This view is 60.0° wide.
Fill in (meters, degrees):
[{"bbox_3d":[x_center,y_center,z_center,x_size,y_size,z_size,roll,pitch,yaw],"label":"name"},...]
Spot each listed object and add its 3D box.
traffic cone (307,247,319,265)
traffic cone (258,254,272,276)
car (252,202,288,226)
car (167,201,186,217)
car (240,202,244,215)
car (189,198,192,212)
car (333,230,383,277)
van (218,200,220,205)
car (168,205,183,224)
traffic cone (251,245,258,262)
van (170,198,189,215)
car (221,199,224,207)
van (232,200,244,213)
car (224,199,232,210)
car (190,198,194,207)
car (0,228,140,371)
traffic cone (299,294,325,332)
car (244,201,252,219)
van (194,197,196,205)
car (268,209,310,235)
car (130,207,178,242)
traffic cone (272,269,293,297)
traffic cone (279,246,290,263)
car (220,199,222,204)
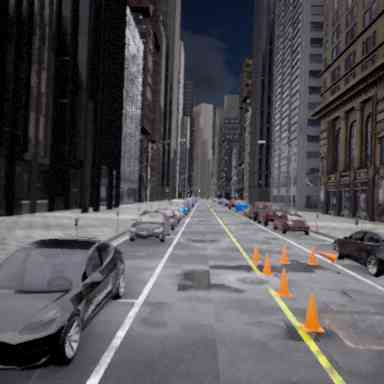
[{"bbox_3d":[4.281,2.242,11.789,0.340,0.580,0.340,2,-1,2],"label":"traffic cone"},{"bbox_3d":[2.227,2.148,9.849,0.340,0.580,0.340,2,-1,2],"label":"traffic cone"},{"bbox_3d":[6.812,1.883,28.050,2.192,1.841,5.009,2,-1,2],"label":"car"},{"bbox_3d":[-1.717,1.801,28.115,1.752,1.417,4.829,2,-1,2],"label":"car"},{"bbox_3d":[7.133,2.243,39.430,1.752,1.417,4.829,2,-1,2],"label":"car"},{"bbox_3d":[-1.386,1.866,39.499,1.967,1.590,4.097,2,-1,2],"label":"car"},{"bbox_3d":[6.318,1.916,11.228,1.947,1.339,4.313,2,-1,2],"label":"car"},{"bbox_3d":[8.589,2.729,89.719,1.690,1.788,3.998,2,-1,2],"label":"van"},{"bbox_3d":[-1.876,1.787,22.677,1.802,1.307,4.206,2,-1,2],"label":"car"},{"bbox_3d":[2.285,2.174,11.848,0.340,0.580,0.340,2,-1,2],"label":"traffic cone"},{"bbox_3d":[-1.544,1.693,33.893,1.690,1.788,3.998,2,-1,2],"label":"van"},{"bbox_3d":[8.097,2.707,72.898,1.887,1.381,4.507,2,-1,2],"label":"car"},{"bbox_3d":[7.457,2.205,50.475,1.690,1.788,3.998,2,-1,2],"label":"van"},{"bbox_3d":[7.782,2.328,61.688,2.192,1.841,5.009,2,-1,2],"label":"car"},{"bbox_3d":[-1.220,1.815,45.107,2.192,1.841,5.009,2,-1,2],"label":"car"},{"bbox_3d":[-2.361,1.554,5.857,1.947,1.339,4.313,2,-1,2],"label":"car"},{"bbox_3d":[2.112,2.097,5.851,0.340,0.580,0.340,2,-1,2],"label":"traffic cone"},{"bbox_3d":[6.973,1.957,33.656,2.192,1.841,5.009,2,-1,2],"label":"car"},{"bbox_3d":[-0.736,2.064,61.927,1.690,1.788,3.998,2,-1,2],"label":"van"},{"bbox_3d":[6.641,2.077,22.441,1.802,1.307,4.206,2,-1,2],"label":"car"},{"bbox_3d":[-2.037,1.683,17.071,2.008,1.369,4.403,2,-1,2],"label":"car"},{"bbox_3d":[2.169,2.123,7.850,0.340,0.580,0.340,2,-1,2],"label":"traffic cone"},{"bbox_3d":[3.284,2.208,11.819,0.340,0.580,0.340,2,-1,2],"label":"traffic cone"},{"bbox_3d":[8.262,2.677,78.505,1.967,1.590,4.097,2,-1,2],"label":"car"}]
